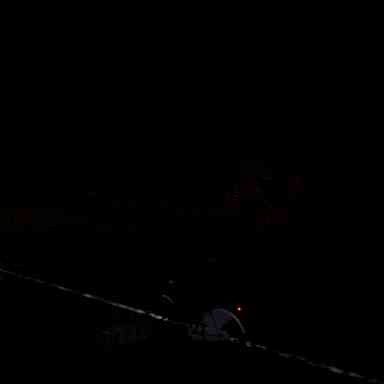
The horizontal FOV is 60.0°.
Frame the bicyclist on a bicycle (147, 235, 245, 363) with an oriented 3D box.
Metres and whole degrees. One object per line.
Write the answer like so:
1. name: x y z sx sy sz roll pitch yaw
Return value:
1. bicyclist on a bicycle: -0.029 1.523 5.042 1.843 1.776 0.659 0 -2 37
